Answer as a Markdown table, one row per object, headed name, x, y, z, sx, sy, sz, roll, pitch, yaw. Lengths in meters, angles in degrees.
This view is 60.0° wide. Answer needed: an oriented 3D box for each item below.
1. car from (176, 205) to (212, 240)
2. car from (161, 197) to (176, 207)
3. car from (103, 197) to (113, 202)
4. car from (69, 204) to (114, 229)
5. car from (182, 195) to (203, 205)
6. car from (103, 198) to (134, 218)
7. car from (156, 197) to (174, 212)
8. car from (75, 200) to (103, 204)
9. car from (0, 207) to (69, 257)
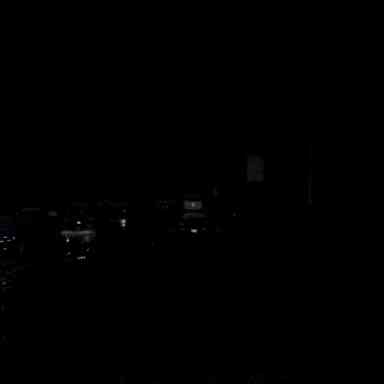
| name | x | y | z | sx | sy | sz | roll | pitch | yaw |
| --- | --- | --- | --- | --- | --- | --- | --- | --- | --- |
| car | 0.099 | 1.667 | 17.958 | 1.812 | 1.442 | 4.674 | 0 | 0 | 0 |
| car | -3.925 | 1.561 | 53.968 | 2.033 | 1.411 | 5.357 | 0 | 1 | -8 |
| car | -10.515 | 1.497 | 42.263 | 2.097 | 1.767 | 4.553 | 0 | 0 | 0 |
| car | -7.028 | 1.737 | 22.712 | 1.994 | 1.385 | 4.181 | 0 | 0 | 1 |
| car | 0.094 | 1.396 | 38.034 | 2.150 | 2.045 | 5.566 | 0 | 0 | 0 |
| car | -7.002 | 1.668 | 33.178 | 1.882 | 1.535 | 5.008 | 0 | 0 | 0 |
| car | -3.428 | 1.680 | 41.259 | 1.812 | 1.442 | 4.674 | 0 | 0 | -1 |
| car | -10.502 | 1.670 | 32.071 | 1.882 | 1.535 | 5.008 | 0 | 0 | 0 |
| car | -7.081 | 1.586 | 13.726 | 1.882 | 1.535 | 5.008 | 0 | 0 | 0 |
